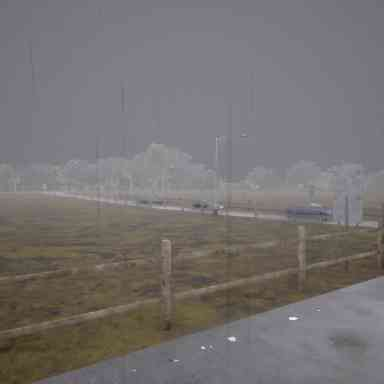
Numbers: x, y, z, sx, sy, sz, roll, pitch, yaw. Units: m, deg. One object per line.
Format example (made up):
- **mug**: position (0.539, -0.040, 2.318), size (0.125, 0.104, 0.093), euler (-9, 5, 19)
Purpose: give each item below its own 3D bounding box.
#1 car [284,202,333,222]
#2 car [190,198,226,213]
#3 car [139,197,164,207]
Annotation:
- **car**: position (9.436, 1.526, 26.187), size (1.812, 1.442, 4.674), euler (1, -1, -35)
- **car**: position (1.720, 1.461, 36.957), size (2.128, 1.511, 4.902), euler (1, 0, -35)
- **car**: position (-5.744, 1.402, 47.391), size (1.895, 1.301, 4.718), euler (1, 0, -35)
